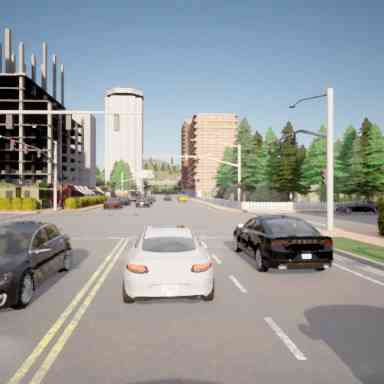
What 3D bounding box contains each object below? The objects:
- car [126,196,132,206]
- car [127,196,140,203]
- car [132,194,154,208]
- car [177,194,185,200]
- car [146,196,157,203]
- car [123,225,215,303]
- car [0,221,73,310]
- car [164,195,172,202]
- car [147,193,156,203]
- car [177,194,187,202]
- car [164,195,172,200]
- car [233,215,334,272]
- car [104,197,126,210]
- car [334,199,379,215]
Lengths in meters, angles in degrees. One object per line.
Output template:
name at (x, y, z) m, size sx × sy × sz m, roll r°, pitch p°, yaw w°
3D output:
car at (-11.000, 1.476, 53.104) m, size 1.882 × 1.535 × 5.008 m, roll 0°, pitch 0°, yaw -4°
car at (-12.030, 1.546, 68.496) m, size 2.033 × 1.411 × 5.357 m, roll 0°, pitch 0°, yaw -4°
car at (-7.187, 1.490, 48.852) m, size 2.128 × 1.511 × 4.902 m, roll 0°, pitch 0°, yaw -4°
car at (-2.812, 1.302, 86.487) m, size 1.882 × 1.535 × 5.008 m, roll 0°, pitch 0°, yaw -4°
car at (-8.770, 1.538, 71.915) m, size 2.033 × 1.411 × 5.357 m, roll 0°, pitch 0°, yaw -4°
car at (-0.590, 1.526, 8.129) m, size 1.812 × 1.442 × 4.674 m, roll 0°, pitch 0°, yaw -5°
car at (-4.230, 1.505, 7.839) m, size 1.837 × 1.490 × 4.892 m, roll 0°, pitch 0°, yaw -5°
car at (-5.679, 1.516, 77.662) m, size 2.128 × 1.511 × 4.902 m, roll 0°, pitch 0°, yaw -4°
car at (-7.833, 1.488, 57.960) m, size 2.128 × 1.511 × 4.902 m, roll 0°, pitch 0°, yaw -4°
car at (-2.117, 1.468, 76.939) m, size 1.882 × 1.535 × 5.008 m, roll 0°, pitch 0°, yaw -4°
car at (-6.303, 1.377, 86.233) m, size 1.994 × 1.385 × 4.181 m, roll 0°, pitch 0°, yaw -4°
car at (2.674, 1.477, 10.868) m, size 1.882 × 1.535 × 5.008 m, roll 0°, pitch 0°, yaw -5°
car at (-10.332, 1.477, 43.779) m, size 1.882 × 1.535 × 5.008 m, roll 0°, pitch 0°, yaw -4°
car at (17.050, 1.491, 34.008) m, size 4.902 × 1.511 × 2.128 m, roll 0°, pitch 0°, yaw -3°
